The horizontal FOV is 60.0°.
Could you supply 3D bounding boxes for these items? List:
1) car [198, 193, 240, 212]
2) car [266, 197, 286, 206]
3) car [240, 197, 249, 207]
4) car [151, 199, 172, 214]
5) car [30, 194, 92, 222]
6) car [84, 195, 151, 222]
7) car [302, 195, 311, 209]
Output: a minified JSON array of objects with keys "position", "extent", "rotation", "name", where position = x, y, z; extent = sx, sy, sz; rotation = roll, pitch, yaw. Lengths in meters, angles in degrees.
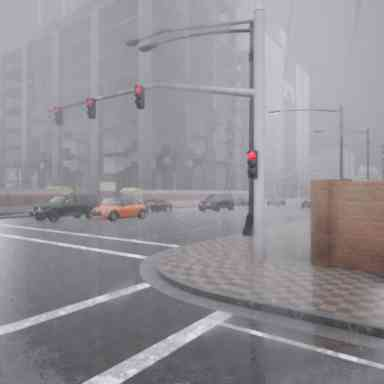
[{"position":[2.935,1.206,38.567],"extent":[2.150,2.045,5.566],"rotation":[0,1,36],"name":"car"},{"position":[13.552,1.537,53.086],"extent":[1.812,1.442,4.674],"rotation":[0,0,36],"name":"car"},{"position":[7.235,1.482,50.416],"extent":[2.128,1.511,4.902],"rotation":[0,0,36],"name":"car"},{"position":[-4.050,1.494,34.884],"extent":[1.837,1.490,4.892],"rotation":[0,0,36],"name":"car"},{"position":[-9.970,1.210,26.697],"extent":[2.150,2.045,5.566],"rotation":[0,0,36],"name":"car"},{"position":[-5.803,1.342,26.486],"extent":[2.097,1.767,4.553],"rotation":[0,0,36],"name":"car"},{"position":[16.069,1.520,44.450],"extent":[1.812,1.442,4.674],"rotation":[0,0,36],"name":"car"}]
